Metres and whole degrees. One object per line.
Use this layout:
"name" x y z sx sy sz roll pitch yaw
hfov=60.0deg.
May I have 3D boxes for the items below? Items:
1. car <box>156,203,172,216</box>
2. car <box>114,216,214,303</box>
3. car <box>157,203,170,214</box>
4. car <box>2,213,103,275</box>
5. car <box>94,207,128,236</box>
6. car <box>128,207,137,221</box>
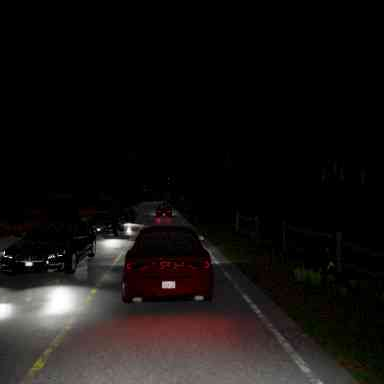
"car" -3.351 2.286 39.561 1.895 1.301 4.718 0 -1 -5
"car" -0.648 1.612 8.626 1.882 1.535 5.008 0 -1 -5
"car" -4.220 2.367 49.496 1.837 1.490 4.892 0 -1 -5
"car" -4.481 1.681 11.135 1.837 1.490 4.892 0 -1 -5
"car" -5.303 1.849 20.562 1.837 1.490 4.892 0 -1 -5
"car" -6.156 2.085 30.442 1.994 1.385 4.181 0 -1 -5
